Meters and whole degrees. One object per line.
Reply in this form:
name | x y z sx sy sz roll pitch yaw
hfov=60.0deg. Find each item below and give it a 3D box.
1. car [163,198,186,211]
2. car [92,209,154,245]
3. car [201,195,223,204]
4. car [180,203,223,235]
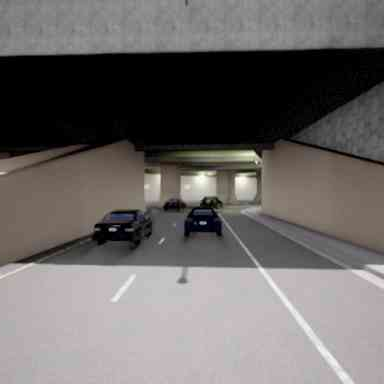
car | -1.942 1.446 39.551 2.033 1.411 5.357 0 0 11
car | -2.996 1.498 15.362 2.033 1.411 5.357 0 0 2
car | 2.590 1.261 42.841 2.097 1.767 4.553 0 0 17
car | 0.606 1.522 18.644 1.994 1.385 4.181 0 0 2
